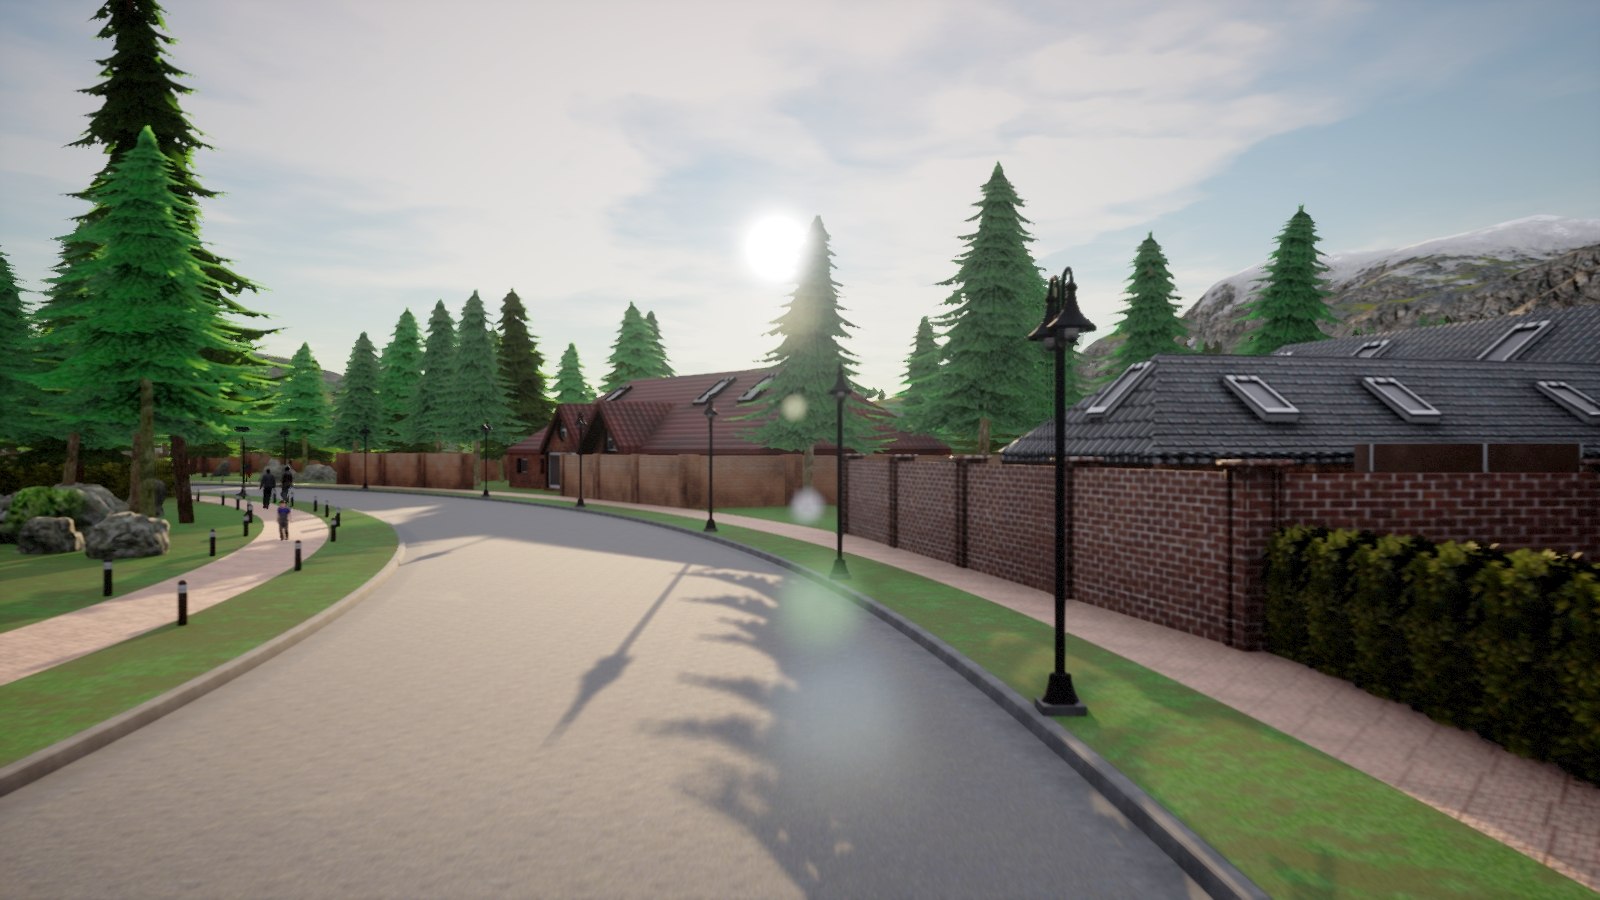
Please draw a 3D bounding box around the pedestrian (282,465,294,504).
[{"bbox_3d":[-24.926,1.663,55.601,0.375,1.860,0.375,0,0,37],"label":"pedestrian"}]

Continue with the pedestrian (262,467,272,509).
[{"bbox_3d":[-23.509,1.662,50.379,0.375,1.860,0.375,0,0,-33],"label":"pedestrian"}]

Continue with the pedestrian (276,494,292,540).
[{"bbox_3d":[-15.021,1.943,33.274,0.375,1.300,0.375,0,0,-16],"label":"pedestrian"}]
